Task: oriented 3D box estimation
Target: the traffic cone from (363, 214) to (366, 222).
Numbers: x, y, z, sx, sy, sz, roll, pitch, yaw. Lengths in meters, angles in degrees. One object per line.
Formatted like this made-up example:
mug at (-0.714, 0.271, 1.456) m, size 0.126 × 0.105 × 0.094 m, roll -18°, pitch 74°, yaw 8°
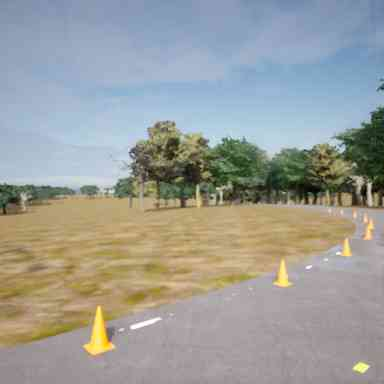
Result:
traffic cone at (12.356, 1.845, 23.676) m, size 0.340 × 0.580 × 0.340 m, roll -1°, pitch 0°, yaw 21°

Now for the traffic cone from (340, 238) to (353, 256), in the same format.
traffic cone at (5.319, 1.878, 11.455) m, size 0.340 × 0.580 × 0.340 m, roll 0°, pitch 0°, yaw 39°

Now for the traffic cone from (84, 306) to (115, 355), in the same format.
traffic cone at (-1.329, 1.939, 4.780) m, size 0.340 × 0.580 × 0.340 m, roll -1°, pitch 0°, yaw -39°

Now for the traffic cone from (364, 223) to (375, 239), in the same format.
traffic cone at (8.086, 1.851, 15.275) m, size 0.340 × 0.580 × 0.340 m, roll -1°, pitch 0°, yaw 33°

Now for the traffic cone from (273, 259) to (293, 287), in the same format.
traffic cone at (2.170, 1.907, 7.944) m, size 0.340 × 0.580 × 0.340 m, roll 0°, pitch 0°, yaw 45°

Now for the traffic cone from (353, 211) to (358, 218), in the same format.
traffic cone at (13.812, 1.874, 28.164) m, size 0.340 × 0.580 × 0.340 m, roll -1°, pitch -1°, yaw 15°

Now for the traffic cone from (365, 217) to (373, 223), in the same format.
traffic cone at (10.440, 1.838, 19.364) m, size 0.340 × 0.580 × 0.340 m, roll -1°, pitch 0°, yaw 27°
